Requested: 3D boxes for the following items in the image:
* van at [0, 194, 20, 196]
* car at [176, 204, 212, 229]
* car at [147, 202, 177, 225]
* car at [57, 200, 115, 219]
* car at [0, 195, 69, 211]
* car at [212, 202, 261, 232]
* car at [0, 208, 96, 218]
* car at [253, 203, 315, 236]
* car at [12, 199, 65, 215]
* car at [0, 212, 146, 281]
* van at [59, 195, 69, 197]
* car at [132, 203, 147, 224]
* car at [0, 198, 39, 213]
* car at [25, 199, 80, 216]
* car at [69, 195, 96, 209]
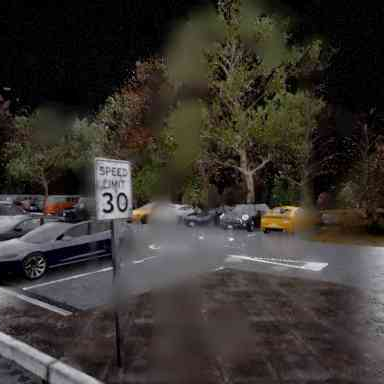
[{"bbox_3d":[-18.799,1.317,37.533,1.878,1.987,4.442,0,0,36],"label":"van"},{"bbox_3d":[1.408,1.618,22.972,2.163,1.488,4.792,0,0,36],"label":"car"},{"bbox_3d":[-0.819,1.619,24.620,2.002,1.452,4.674,0,0,36],"label":"car"},{"bbox_3d":[-9.802,1.571,31.105,2.163,1.488,4.792,0,0,36],"label":"car"},{"bbox_3d":[-8.490,1.335,14.065,2.435,2.045,5.566,0,0,36],"label":"car"},{"bbox_3d":[3.585,1.471,21.467,2.185,1.767,4.553,0,0,36],"label":"car"},{"bbox_3d":[-6.257,1.596,12.417,2.097,1.535,5.008,0,0,36],"label":"car"},{"bbox_3d":[5.807,1.606,19.811,2.097,1.535,5.008,0,0,36],"label":"car"},{"bbox_3d":[-16.490,1.563,36.028,2.163,1.488,4.792,0,0,36],"label":"car"},{"bbox_3d":[-4.031,1.635,10.758,2.163,1.488,4.792,0,0,36],"label":"car"},{"bbox_3d":[-12.059,1.309,32.921,1.878,1.987,4.442,0,0,36],"label":"van"},{"bbox_3d":[-3.168,1.567,26.099,1.946,1.575,5.366,0,0,36],"label":"car"},{"bbox_3d":[-20.987,1.554,39.260,2.097,1.535,5.008,0,0,36],"label":"car"},{"bbox_3d":[-14.354,1.561,34.478,2.163,1.488,4.792,0,0,36],"label":"car"},{"bbox_3d":[-7.526,1.300,29.524,2.435,2.045,5.566,0,0,36],"label":"car"}]
